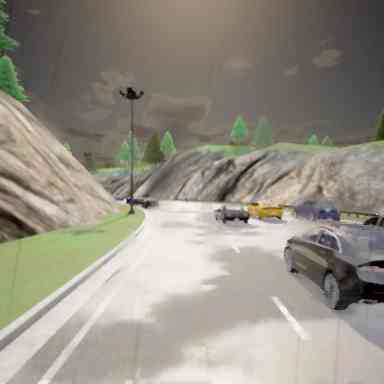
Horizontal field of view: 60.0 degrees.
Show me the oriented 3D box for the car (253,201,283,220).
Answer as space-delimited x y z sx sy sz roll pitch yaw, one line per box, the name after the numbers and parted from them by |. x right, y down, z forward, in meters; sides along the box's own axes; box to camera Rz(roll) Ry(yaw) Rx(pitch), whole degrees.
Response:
6.017 1.482 28.174 1.882 1.535 5.008 0 0 -7 | car

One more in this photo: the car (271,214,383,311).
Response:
3.567 1.493 7.748 2.128 1.511 4.902 0 0 0 | car

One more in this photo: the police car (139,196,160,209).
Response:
-5.800 1.432 46.309 1.930 1.638 5.238 0 0 -16 | police car

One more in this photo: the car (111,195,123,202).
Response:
-16.951 1.413 75.394 1.994 1.385 4.181 0 0 -31 | car

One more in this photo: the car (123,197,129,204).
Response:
-10.657 1.487 60.197 1.882 1.535 5.008 0 0 -23 | car

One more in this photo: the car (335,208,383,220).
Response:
7.056 1.507 11.532 1.837 1.490 4.892 0 0 0 | car

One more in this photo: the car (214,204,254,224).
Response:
2.871 1.605 24.900 1.895 1.301 4.718 0 0 -5 | car

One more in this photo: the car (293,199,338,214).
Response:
9.722 1.356 26.407 2.097 1.767 4.553 0 0 -6 | car

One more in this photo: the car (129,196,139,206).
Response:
-8.629 1.514 55.018 1.837 1.490 4.892 0 0 -20 | car
